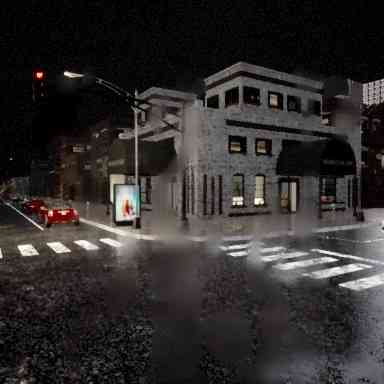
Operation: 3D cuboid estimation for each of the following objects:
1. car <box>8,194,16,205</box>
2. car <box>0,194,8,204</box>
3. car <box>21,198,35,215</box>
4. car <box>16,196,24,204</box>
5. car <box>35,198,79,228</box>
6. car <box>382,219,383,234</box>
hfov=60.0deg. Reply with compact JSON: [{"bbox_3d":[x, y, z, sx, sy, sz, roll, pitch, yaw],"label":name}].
[{"bbox_3d":[-26.353,1.270,50.537,2.008,1.369,4.403,-1,1,-31],"label":"car"},{"bbox_3d":[-32.683,1.277,55.975,1.994,1.385,4.181,-1,0,-31],"label":"car"},{"bbox_3d":[-14.514,1.386,31.067,1.802,1.307,4.206,-1,1,-31],"label":"car"},{"bbox_3d":[-17.474,1.333,35.935,2.008,1.369,4.403,-1,1,-31],"label":"car"},{"bbox_3d":[-8.595,1.290,21.330,1.967,1.590,4.097,-1,1,-31],"label":"car"},{"bbox_3d":[10.608,1.069,14.384,5.566,2.045,2.150,0,1,-32],"label":"car"}]
